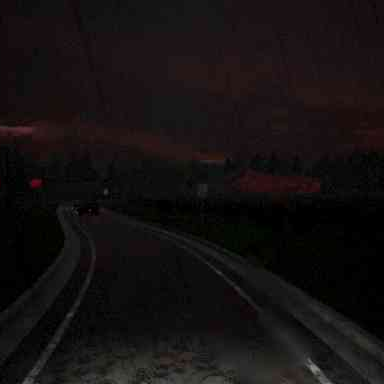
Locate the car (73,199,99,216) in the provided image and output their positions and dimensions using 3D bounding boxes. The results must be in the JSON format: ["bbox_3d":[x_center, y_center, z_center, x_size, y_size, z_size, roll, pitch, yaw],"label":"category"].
[{"bbox_3d":[-10.571,1.565,33.810,2.128,1.511,4.902,0,0,-21],"label":"car"}]

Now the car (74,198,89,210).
[{"bbox_3d":[-15.122,1.629,45.333,1.812,1.442,4.674,0,0,-21],"label":"car"}]
